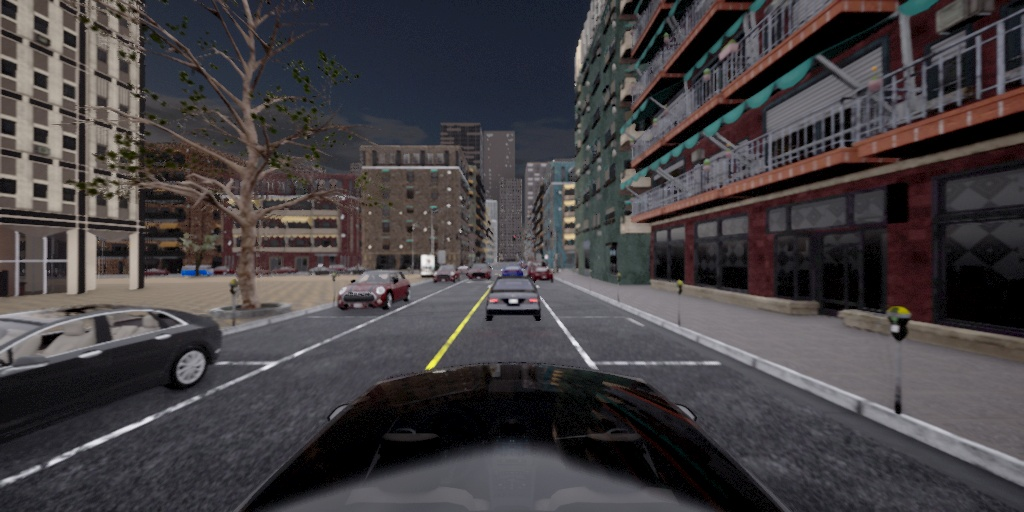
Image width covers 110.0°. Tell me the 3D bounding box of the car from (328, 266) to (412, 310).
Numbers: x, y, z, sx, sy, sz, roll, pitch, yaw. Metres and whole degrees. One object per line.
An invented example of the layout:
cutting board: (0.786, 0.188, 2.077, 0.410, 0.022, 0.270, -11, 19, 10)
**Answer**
car: (-5.702, 1.330, 15.272, 1.967, 1.591, 4.097, 0, 0, 0)

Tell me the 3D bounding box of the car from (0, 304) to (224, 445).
car: (-5.694, 1.326, 4.217, 2.007, 1.370, 4.403, 0, 0, 0)

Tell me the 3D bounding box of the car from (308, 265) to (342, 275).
car: (-28.002, 2.274, 53.614, 4.403, 1.370, 2.007, 0, 0, 0)

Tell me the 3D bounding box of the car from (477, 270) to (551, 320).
car: (0.058, 1.417, 13.185, 2.033, 1.411, 5.357, 0, -1, 0)

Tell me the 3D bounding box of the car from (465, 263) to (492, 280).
car: (-3.111, 1.461, 35.563, 2.097, 1.767, 4.553, 0, -1, 0)

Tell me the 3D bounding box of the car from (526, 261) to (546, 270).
car: (2.662, 1.443, 37.386, 2.192, 1.841, 5.009, 0, 0, 0)

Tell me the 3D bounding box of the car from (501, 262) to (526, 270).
car: (0.062, 1.554, 32.623, 1.882, 1.535, 5.008, 0, -1, 0)

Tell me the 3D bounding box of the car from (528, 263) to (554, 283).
car: (2.666, 1.614, 31.858, 1.888, 1.381, 4.507, 0, 0, 0)

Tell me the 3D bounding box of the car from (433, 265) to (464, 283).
car: (-5.715, 1.508, 31.853, 1.967, 1.591, 4.097, 0, 0, 0)
